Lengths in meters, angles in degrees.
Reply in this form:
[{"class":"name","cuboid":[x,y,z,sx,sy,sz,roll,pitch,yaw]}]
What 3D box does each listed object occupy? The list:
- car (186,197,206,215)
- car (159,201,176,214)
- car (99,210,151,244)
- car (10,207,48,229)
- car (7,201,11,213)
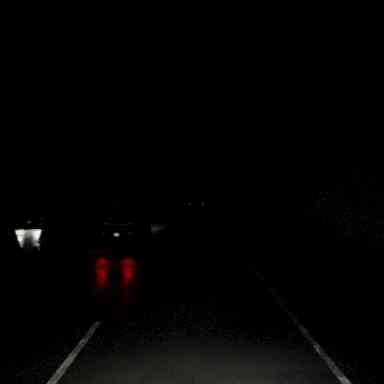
[{"class":"car","cuboid":[0.485,1.578,39.775,2.150,2.045,5.566,0,0,0]},{"class":"car","cuboid":[-2.997,1.837,41.341,1.882,1.535,5.008,0,-1,1]},{"class":"car","cuboid":[-3.206,1.633,16.657,2.128,1.511,4.902,0,-1,0]},{"class":"car","cuboid":[-10.350,1.746,23.136,1.994,1.385,4.181,0,-1,1]},{"class":"car","cuboid":[-13.866,1.380,21.341,2.150,2.045,5.566,0,-1,0]}]
